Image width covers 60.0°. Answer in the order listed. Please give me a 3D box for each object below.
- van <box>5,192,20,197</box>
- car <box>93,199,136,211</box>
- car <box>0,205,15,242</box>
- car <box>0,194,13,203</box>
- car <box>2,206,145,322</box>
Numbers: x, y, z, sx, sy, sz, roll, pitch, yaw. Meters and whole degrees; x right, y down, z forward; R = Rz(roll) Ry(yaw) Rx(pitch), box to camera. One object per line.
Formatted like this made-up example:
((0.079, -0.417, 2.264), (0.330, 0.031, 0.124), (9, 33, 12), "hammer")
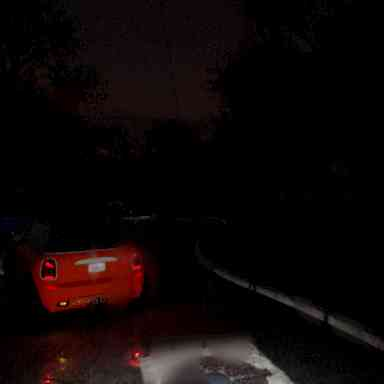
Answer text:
((-28.197, 1.036, 49.710), (4.442, 1.987, 1.878), (1, 1, -38), "van")
((-7.058, 1.392, 29.909), (4.674, 1.442, 1.812), (1, -1, 37), "car")
((-8.884, 1.329, 13.693), (4.553, 1.767, 2.097), (2, -2, -40), "car")
((-33.202, 1.036, 56.369), (4.792, 1.488, 2.163), (1, 1, -38), "car")
((-2.876, 1.350, 7.621), (2.097, 1.767, 4.553), (1, -1, -34), "car")
